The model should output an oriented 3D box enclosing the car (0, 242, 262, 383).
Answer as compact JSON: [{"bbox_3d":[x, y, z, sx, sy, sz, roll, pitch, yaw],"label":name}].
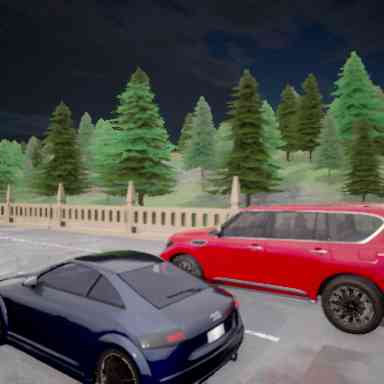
[{"bbox_3d":[-1.360,1.587,4.958,4.181,1.385,1.994,0,0,35],"label":"car"}]

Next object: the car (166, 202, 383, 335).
[{"bbox_3d":[1.858,1.236,6.967,5.566,2.045,2.150,0,0,36],"label":"car"}]
